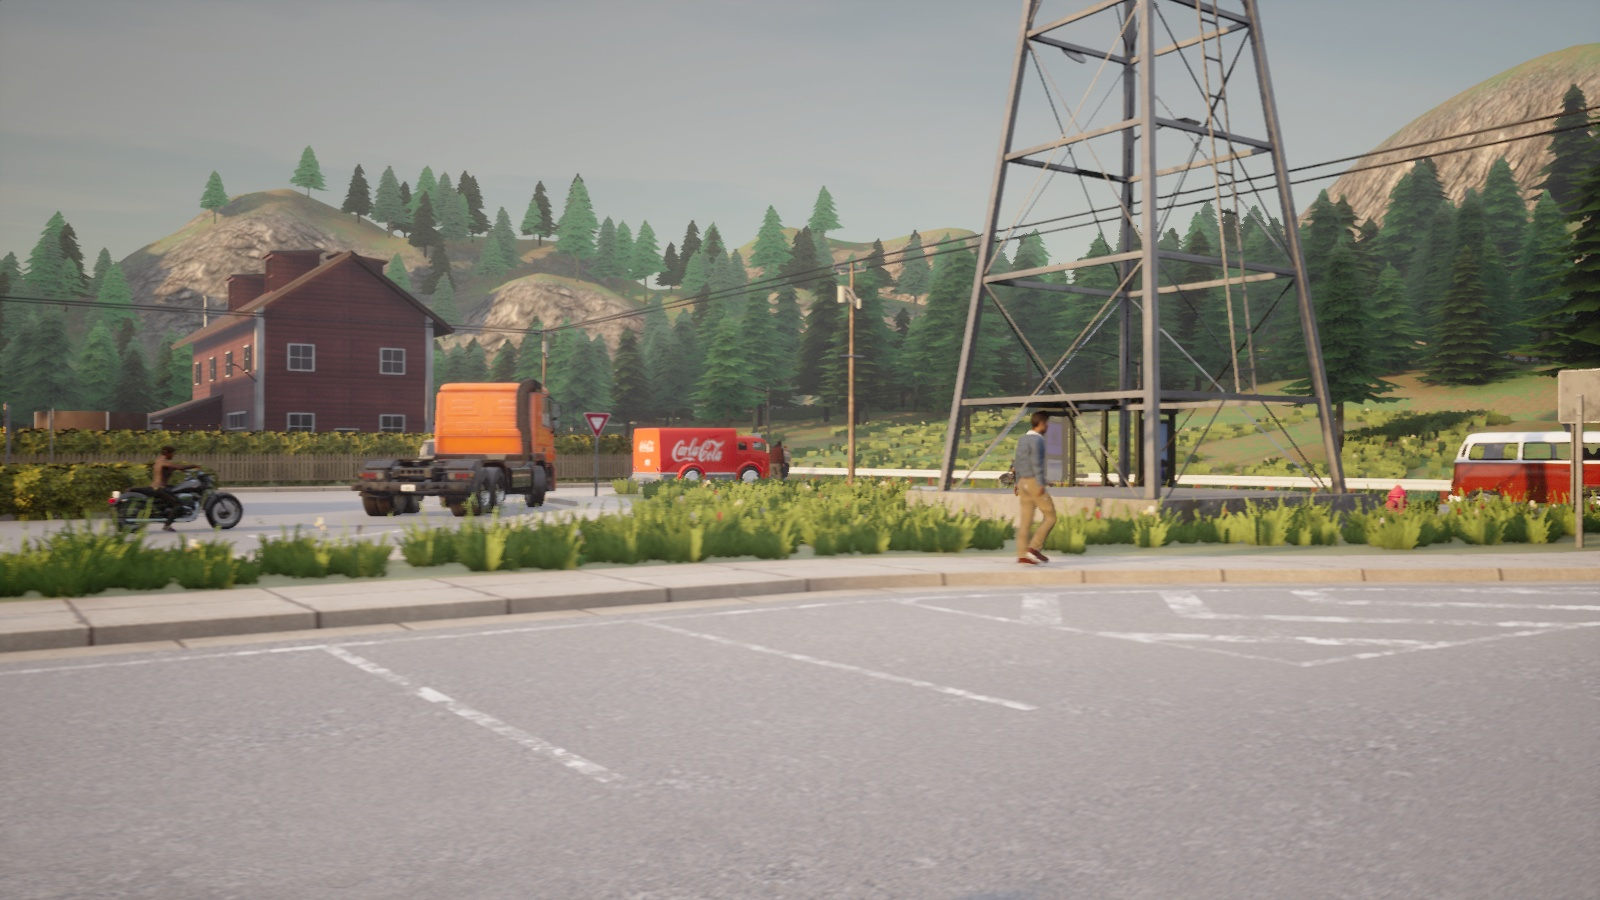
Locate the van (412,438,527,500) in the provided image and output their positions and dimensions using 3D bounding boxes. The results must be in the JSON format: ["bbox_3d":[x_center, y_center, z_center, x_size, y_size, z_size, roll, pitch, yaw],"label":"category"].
[{"bbox_3d":[-11.153,0.626,42.748,1.775,1.987,4.442,0,0,16],"label":"van"}]

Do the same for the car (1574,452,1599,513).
[{"bbox_3d":[21.062,0.788,30.281,1.845,1.501,3.633,0,0,-34],"label":"car"}]

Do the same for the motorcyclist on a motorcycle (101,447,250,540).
[{"bbox_3d":[-11.558,0.777,23.314,0.766,1.649,2.350,0,0,45],"label":"motorcyclist on a motorcycle"}]

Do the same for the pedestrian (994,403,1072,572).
[{"bbox_3d":[2.726,0.430,14.707,0.788,1.949,0.423,0,0,-13],"label":"pedestrian"}]

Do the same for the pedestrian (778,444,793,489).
[{"bbox_3d":[-0.587,0.670,51.684,0.345,1.836,0.594,0,0,-36],"label":"pedestrian"}]

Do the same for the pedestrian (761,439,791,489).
[{"bbox_3d":[-0.875,0.515,46.242,0.899,1.844,0.634,0,0,-43],"label":"pedestrian"}]

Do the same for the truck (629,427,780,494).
[{"bbox_3d":[-3.703,0.386,48.935,5.204,2.467,2.627,0,0,-33],"label":"truck"}]

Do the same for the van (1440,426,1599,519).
[{"bbox_3d":[17.620,0.506,29.130,2.069,2.038,4.480,0,-1,-34],"label":"van"}]

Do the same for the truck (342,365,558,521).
[{"bbox_3d":[-8.536,-0.141,31.810,2.891,3.462,7.936,0,0,3],"label":"truck"}]

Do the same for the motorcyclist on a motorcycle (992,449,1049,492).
[{"bbox_3d":[8.576,0.797,48.913,0.766,1.649,2.350,0,0,-34],"label":"motorcyclist on a motorcycle"}]
